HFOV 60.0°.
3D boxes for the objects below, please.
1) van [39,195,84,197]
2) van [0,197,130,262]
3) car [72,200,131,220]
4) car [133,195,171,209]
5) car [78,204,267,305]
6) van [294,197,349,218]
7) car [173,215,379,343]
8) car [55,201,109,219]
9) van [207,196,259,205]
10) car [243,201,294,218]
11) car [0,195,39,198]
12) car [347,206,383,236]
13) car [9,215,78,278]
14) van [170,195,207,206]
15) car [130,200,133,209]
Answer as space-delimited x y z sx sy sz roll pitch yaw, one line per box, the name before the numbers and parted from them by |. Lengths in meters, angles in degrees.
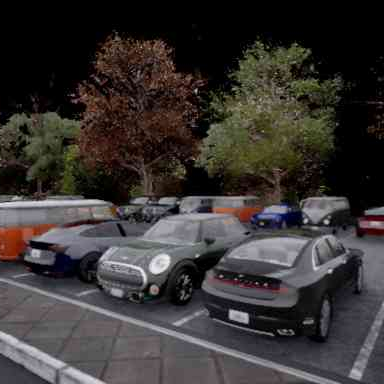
van | -12.609 1.383 33.658 1.878 1.987 4.442 0 0 36
van | -4.588 1.291 11.639 1.878 1.987 4.442 0 0 36
car | -8.100 1.581 30.224 2.097 1.535 5.008 0 0 36
car | -1.395 1.288 25.314 2.435 2.045 5.566 0 0 36
car | -0.150 1.366 8.304 2.185 1.767 4.553 0 0 36
van | 7.529 1.261 18.719 1.878 1.987 4.442 0 0 36
car | 2.075 1.485 6.637 2.231 1.521 4.892 0 0 36
car | -10.435 1.635 31.934 2.002 1.452 4.674 0 0 36
van | 3.169 1.285 22.171 1.878 1.987 4.442 0 0 36
car | 5.344 1.497 20.450 2.097 1.535 5.008 0 0 36
car | -19.413 1.399 38.431 2.435 2.045 5.566 0 0 36
car | 9.835 1.508 17.210 2.163 1.488 4.792 0 0 36
car | -2.393 1.533 9.934 2.163 1.488 4.792 0 0 36
van | 0.792 1.299 23.613 1.878 1.987 4.442 0 0 36
car | -3.634 1.302 26.945 2.435 2.045 5.566 0 0 36
